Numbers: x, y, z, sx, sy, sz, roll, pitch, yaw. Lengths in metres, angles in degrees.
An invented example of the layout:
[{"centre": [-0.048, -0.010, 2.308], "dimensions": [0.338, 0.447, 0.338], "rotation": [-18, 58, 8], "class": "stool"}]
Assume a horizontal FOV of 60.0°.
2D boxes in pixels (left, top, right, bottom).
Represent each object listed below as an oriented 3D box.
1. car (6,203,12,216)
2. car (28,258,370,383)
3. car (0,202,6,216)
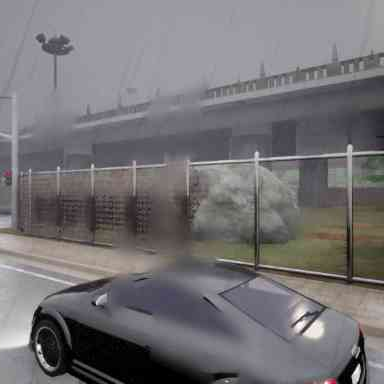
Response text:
[{"centre": [-18.071, 1.618, 30.628], "dimensions": [1.994, 1.385, 4.181], "rotation": [0, 0, 35], "class": "car"}, {"centre": [-0.173, 1.564, 4.114], "dimensions": [4.181, 1.385, 1.994], "rotation": [0, 0, 36], "class": "car"}, {"centre": [-7.854, 1.221, 9.563], "dimensions": [5.566, 2.045, 2.150], "rotation": [0, 0, 36], "class": "car"}]
